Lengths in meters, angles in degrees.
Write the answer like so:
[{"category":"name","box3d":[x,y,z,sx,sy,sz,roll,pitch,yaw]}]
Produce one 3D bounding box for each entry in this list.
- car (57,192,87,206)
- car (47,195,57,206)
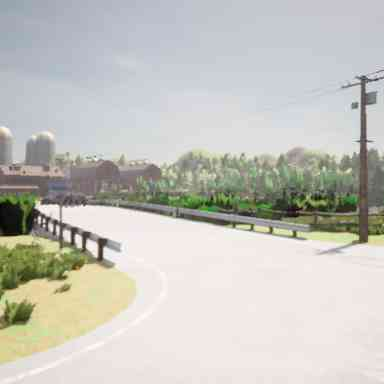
[{"category":"car","box3d":[-13.086,0.785,36.765,1.837,1.490,4.892,0,-1,-35]},{"category":"car","box3d":[-19.006,1.113,45.067,1.812,1.442,4.674,0,-3,-37]}]
